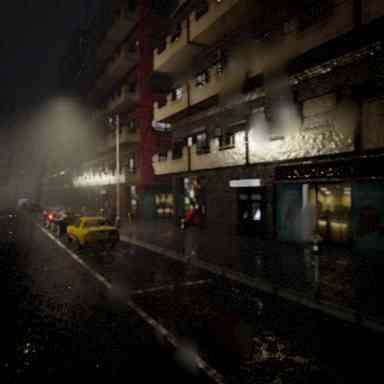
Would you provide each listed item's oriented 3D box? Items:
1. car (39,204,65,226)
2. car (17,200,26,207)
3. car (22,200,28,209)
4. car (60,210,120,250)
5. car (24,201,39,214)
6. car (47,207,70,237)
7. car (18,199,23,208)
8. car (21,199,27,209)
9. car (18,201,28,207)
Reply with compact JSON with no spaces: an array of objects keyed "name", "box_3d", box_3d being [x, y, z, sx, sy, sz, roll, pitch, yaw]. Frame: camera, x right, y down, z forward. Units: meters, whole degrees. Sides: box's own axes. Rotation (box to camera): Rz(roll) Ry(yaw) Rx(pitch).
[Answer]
[{"name":"car","box_3d":[-10.124,1.796,25.158,1.967,1.590,4.097,-1,0,-29]},{"name":"car","box_3d":[-42.923,2.875,83.828,1.887,1.381,4.507,-2,0,-29]},{"name":"car","box_3d":[-23.789,2.311,49.604,2.008,1.369,4.403,-1,0,-29]},{"name":"car","box_3d":[-4.737,1.723,15.527,1.752,1.417,4.829,-1,0,-29]},{"name":"car","box_3d":[-21.054,2.245,44.714,1.947,1.339,4.313,-1,0,-29]},{"name":"car","box_3d":[-7.387,1.842,20.268,1.947,1.339,4.313,-1,0,-29]},{"name":"car","box_3d":[-31.992,2.444,64.272,1.967,1.590,4.097,-1,0,-29]},{"name":"car","box_3d":[-26.605,2.369,54.642,1.752,1.417,4.829,-1,0,-29]},{"name":"car","box_3d":[-40.188,2.799,78.939,2.008,1.369,4.403,-1,0,-29]}]
